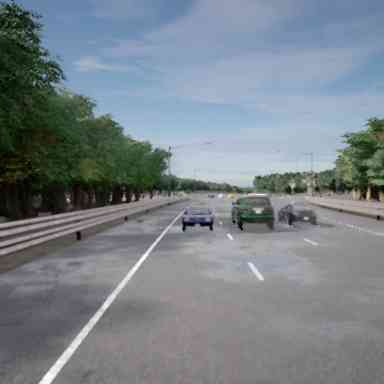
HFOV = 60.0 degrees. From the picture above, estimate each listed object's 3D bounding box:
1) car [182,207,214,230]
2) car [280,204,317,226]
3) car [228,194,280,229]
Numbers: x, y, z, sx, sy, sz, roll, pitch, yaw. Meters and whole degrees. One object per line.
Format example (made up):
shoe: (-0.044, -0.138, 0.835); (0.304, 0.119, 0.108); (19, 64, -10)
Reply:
car: (0.375, 1.620, 21.336); (1.895, 1.301, 4.718); (0, 0, 1)
car: (7.451, 1.550, 23.823); (1.812, 1.442, 4.674); (0, 0, 1)
car: (3.887, 1.243, 21.847); (2.150, 2.045, 5.566); (0, 0, 1)
